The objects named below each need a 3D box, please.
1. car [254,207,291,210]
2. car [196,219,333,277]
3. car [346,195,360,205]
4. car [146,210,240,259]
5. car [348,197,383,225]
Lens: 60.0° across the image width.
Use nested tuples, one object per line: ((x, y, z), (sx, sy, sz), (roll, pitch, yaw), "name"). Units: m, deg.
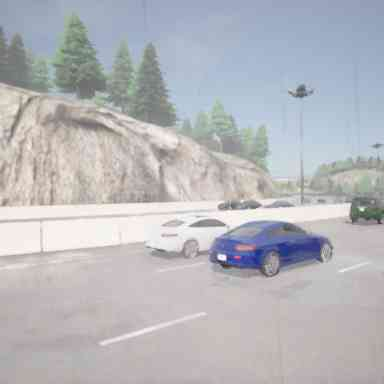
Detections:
((9.384, 1.813, 36.408), (2.033, 1.411, 5.357), (-1, -1, 43), "car")
((2.587, 1.606, 10.493), (4.674, 1.442, 1.812), (0, -1, -40), "car")
((33.124, 1.621, 68.399), (2.150, 2.045, 5.566), (-1, -1, 31), "car")
((0.392, 1.644, 13.218), (4.674, 1.442, 1.812), (0, -1, -40), "car")
((14.132, 1.363, 25.914), (2.150, 2.045, 5.566), (-1, -1, 44), "car")
